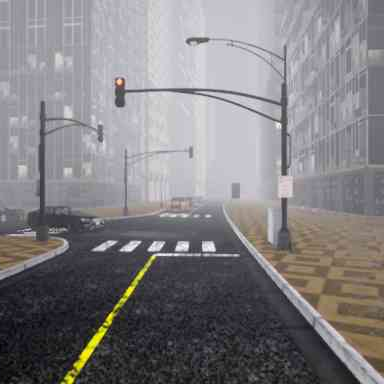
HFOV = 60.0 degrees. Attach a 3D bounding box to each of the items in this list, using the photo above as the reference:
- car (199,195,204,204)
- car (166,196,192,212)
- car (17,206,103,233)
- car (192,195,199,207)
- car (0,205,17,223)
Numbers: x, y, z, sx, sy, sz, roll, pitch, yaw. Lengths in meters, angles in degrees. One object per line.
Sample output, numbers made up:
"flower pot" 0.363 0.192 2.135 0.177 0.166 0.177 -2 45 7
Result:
"car" 1.162 1.385 62.713 2.128 1.511 4.902 0 0 8
"car" -1.531 1.306 37.094 2.097 1.767 4.553 0 0 5
"car" -7.637 1.576 19.954 4.902 1.511 2.128 -1 -1 23
"car" -0.493 1.434 48.632 1.837 1.490 4.892 0 0 6
"car" -16.460 1.838 28.203 4.403 1.369 2.008 -1 1 10
